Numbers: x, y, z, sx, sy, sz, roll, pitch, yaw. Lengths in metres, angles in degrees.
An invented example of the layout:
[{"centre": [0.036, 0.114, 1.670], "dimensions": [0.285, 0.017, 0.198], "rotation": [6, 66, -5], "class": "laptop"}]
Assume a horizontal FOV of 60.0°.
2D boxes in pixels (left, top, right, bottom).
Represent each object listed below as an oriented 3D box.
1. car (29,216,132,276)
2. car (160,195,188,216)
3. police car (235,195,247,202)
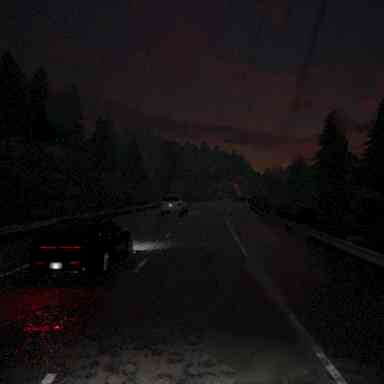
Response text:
[{"centre": [-3.181, 1.522, 10.386], "dimensions": [1.837, 1.490, 4.892], "rotation": [0, 0, 2], "class": "car"}, {"centre": [-1.695, 1.282, 33.032], "dimensions": [2.150, 2.045, 5.566], "rotation": [0, 0, 6], "class": "car"}, {"centre": [12.397, 1.593, 85.911], "dimensions": [1.930, 1.638, 5.238], "rotation": [0, 0, 15], "class": "police car"}]
